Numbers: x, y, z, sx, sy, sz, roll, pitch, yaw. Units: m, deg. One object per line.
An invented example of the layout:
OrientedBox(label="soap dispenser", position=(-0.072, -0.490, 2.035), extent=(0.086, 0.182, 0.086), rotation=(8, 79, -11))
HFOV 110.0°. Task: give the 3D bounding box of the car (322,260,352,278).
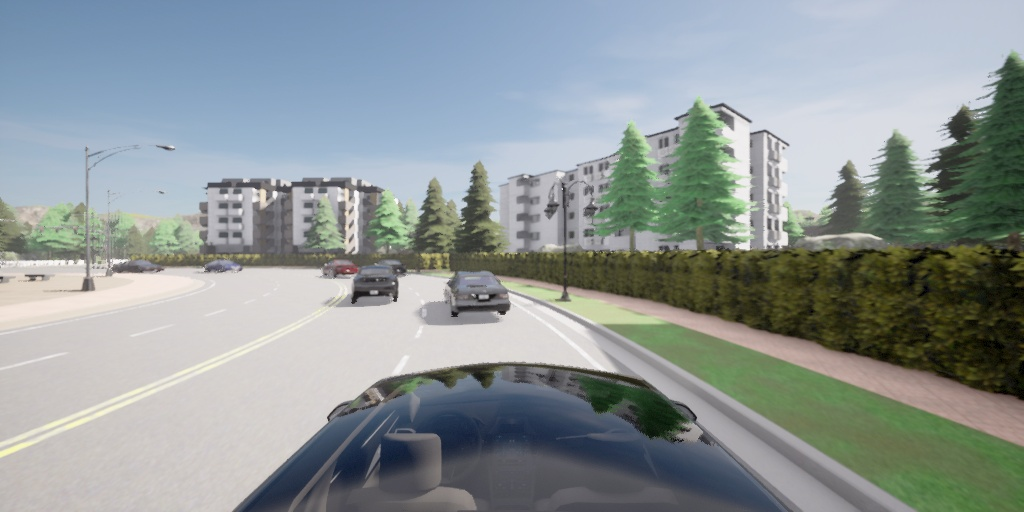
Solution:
OrientedBox(label="car", position=(-15.497, 1.092, 32.161), extent=(1.882, 1.535, 5.008), rotation=(0, 0, -41))

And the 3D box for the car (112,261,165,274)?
OrientedBox(label="car", position=(-41.053, 1.203, 39.406), extent=(5.357, 1.411, 2.033), rotation=(0, 0, 13))

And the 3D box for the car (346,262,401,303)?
OrientedBox(label="car", position=(-6.137, 1.184, 16.318), extent=(1.837, 1.490, 4.892), rotation=(0, 0, -18))

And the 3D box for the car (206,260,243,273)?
OrientedBox(label="car", position=(-32.067, 1.148, 39.887), extent=(4.674, 1.442, 1.812), rotation=(0, 0, 25))

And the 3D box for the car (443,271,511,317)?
OrientedBox(label="car", position=(-1.427, 1.233, 12.985), extent=(2.033, 1.411, 5.357), rotation=(0, 0, -14))

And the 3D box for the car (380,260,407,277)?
OrientedBox(label="car", position=(-11.202, 1.076, 32.466), extent=(1.882, 1.535, 5.008), rotation=(0, 0, -38))
